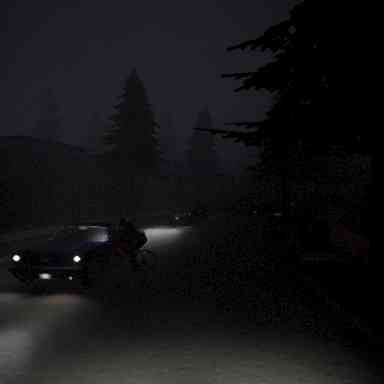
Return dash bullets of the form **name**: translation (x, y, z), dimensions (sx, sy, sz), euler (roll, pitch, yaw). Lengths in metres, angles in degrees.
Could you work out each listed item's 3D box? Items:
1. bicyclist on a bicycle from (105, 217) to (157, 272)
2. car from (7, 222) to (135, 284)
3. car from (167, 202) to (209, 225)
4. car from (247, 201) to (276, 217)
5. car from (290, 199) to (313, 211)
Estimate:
- **bicyclist on a bicycle**: translation (-1.773, 1.474, 9.201), dimensions (1.656, 1.620, 0.582), euler (4, 17, -7)
- **car**: translation (-3.133, 1.599, 9.722), dimensions (1.895, 1.301, 4.718), euler (0, 0, 5)
- **car**: translation (-0.181, 1.492, 24.289), dimensions (2.128, 1.511, 4.902), euler (0, 0, 19)
- **car**: translation (6.463, 1.525, 30.858), dimensions (1.812, 1.442, 4.674), euler (0, 0, 26)
- **car**: translation (13.515, 1.547, 41.746), dimensions (2.033, 1.411, 5.357), euler (0, 0, 39)
